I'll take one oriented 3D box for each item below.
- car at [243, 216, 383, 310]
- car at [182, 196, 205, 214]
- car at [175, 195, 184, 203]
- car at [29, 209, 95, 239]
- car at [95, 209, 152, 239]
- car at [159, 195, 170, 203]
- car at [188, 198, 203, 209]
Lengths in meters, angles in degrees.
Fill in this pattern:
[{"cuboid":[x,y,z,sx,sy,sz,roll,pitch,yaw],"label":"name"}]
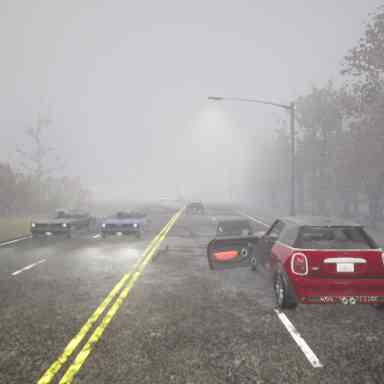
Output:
[{"cuboid":[2.705,1.348,7.981,2.097,1.767,4.553,0,0,0],"label":"car"},{"cuboid":[0.343,1.457,35.528,2.128,1.511,4.902,0,0,1],"label":"car"},{"cuboid":[-2.235,1.402,66.800,1.837,1.490,4.892,0,0,2],"label":"car"},{"cuboid":[-6.539,1.588,17.391,1.895,1.301,4.718,0,0,0],"label":"car"},{"cuboid":[-3.289,1.588,17.305,1.895,1.301,4.718,0,0,0],"label":"car"},{"cuboid":[-5.490,1.420,66.664,1.812,1.442,4.674,0,0,2],"label":"car"},{"cuboid":[0.506,1.510,46.114,1.994,1.385,4.181,0,0,1],"label":"car"}]
